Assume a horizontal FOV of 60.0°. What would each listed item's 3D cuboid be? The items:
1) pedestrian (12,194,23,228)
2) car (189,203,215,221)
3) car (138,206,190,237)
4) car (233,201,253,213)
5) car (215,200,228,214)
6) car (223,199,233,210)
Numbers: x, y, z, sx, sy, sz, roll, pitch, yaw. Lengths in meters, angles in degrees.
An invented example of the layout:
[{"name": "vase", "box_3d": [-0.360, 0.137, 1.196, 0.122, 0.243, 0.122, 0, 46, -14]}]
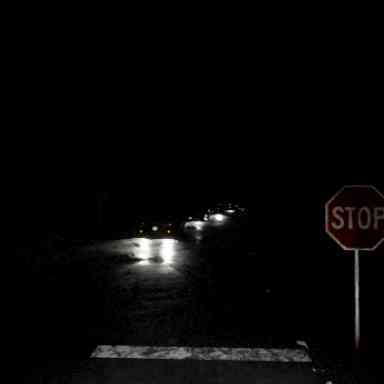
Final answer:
[{"name": "pedestrian", "box_3d": [-9.655, 1.045, 18.357, 0.375, 1.860, 0.375, 0, -4, 3]}, {"name": "car", "box_3d": [0.427, 1.792, 30.079, 2.033, 1.411, 5.357, 0, -1, 12]}, {"name": "car", "box_3d": [-1.574, 1.664, 18.538, 1.994, 1.385, 4.181, 0, -1, 8]}, {"name": "car", "box_3d": [6.980, 1.960, 44.520, 1.837, 1.490, 4.892, 0, -1, 12]}, {"name": "car", "box_3d": [2.877, 2.006, 40.867, 1.895, 1.301, 4.718, 0, -1, 13]}, {"name": "car", "box_3d": [5.476, 1.944, 52.888, 2.097, 1.767, 4.553, 0, -1, 12]}]
